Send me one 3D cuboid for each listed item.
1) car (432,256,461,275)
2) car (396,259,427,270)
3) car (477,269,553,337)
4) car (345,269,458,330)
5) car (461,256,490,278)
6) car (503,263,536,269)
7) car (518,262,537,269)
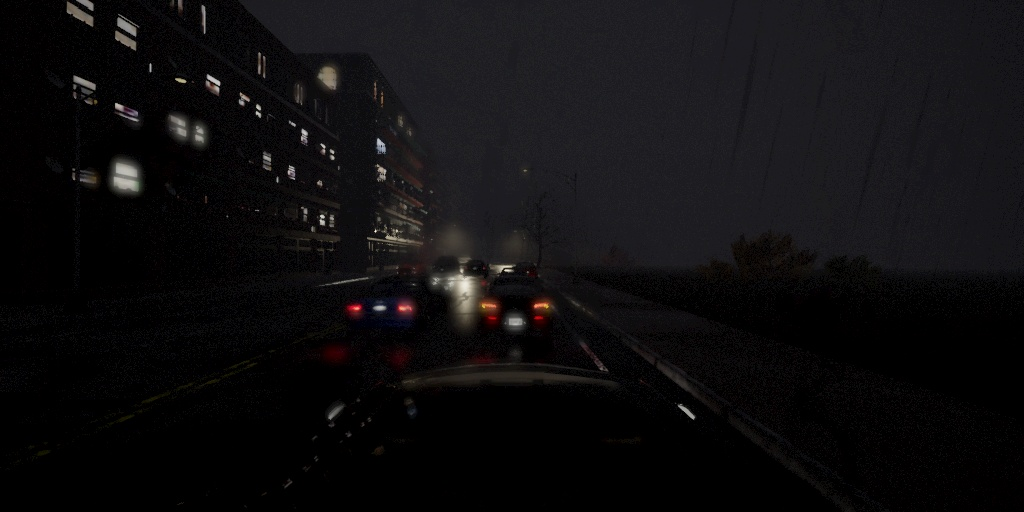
[{"bbox_3d":[-6.672,0.975,36.991,2.150,2.045,5.566,0,0,0],"label":"car"},{"bbox_3d":[-9.920,1.105,35.623,2.097,1.767,4.553,0,0,0],"label":"car"},{"bbox_3d":[0.075,1.277,10.168,1.812,1.442,4.674,0,0,0],"label":"car"},{"bbox_3d":[-3.170,1.298,11.087,2.033,1.411,5.357,0,0,0],"label":"car"},{"bbox_3d":[-3.216,1.104,33.511,2.097,1.767,4.553,0,0,0],"label":"car"},{"bbox_3d":[0.063,1.317,20.335,1.994,1.385,4.181,0,0,0],"label":"car"},{"bbox_3d":[1.081,1.231,29.863,1.882,1.535,5.008,0,0,0],"label":"car"}]
